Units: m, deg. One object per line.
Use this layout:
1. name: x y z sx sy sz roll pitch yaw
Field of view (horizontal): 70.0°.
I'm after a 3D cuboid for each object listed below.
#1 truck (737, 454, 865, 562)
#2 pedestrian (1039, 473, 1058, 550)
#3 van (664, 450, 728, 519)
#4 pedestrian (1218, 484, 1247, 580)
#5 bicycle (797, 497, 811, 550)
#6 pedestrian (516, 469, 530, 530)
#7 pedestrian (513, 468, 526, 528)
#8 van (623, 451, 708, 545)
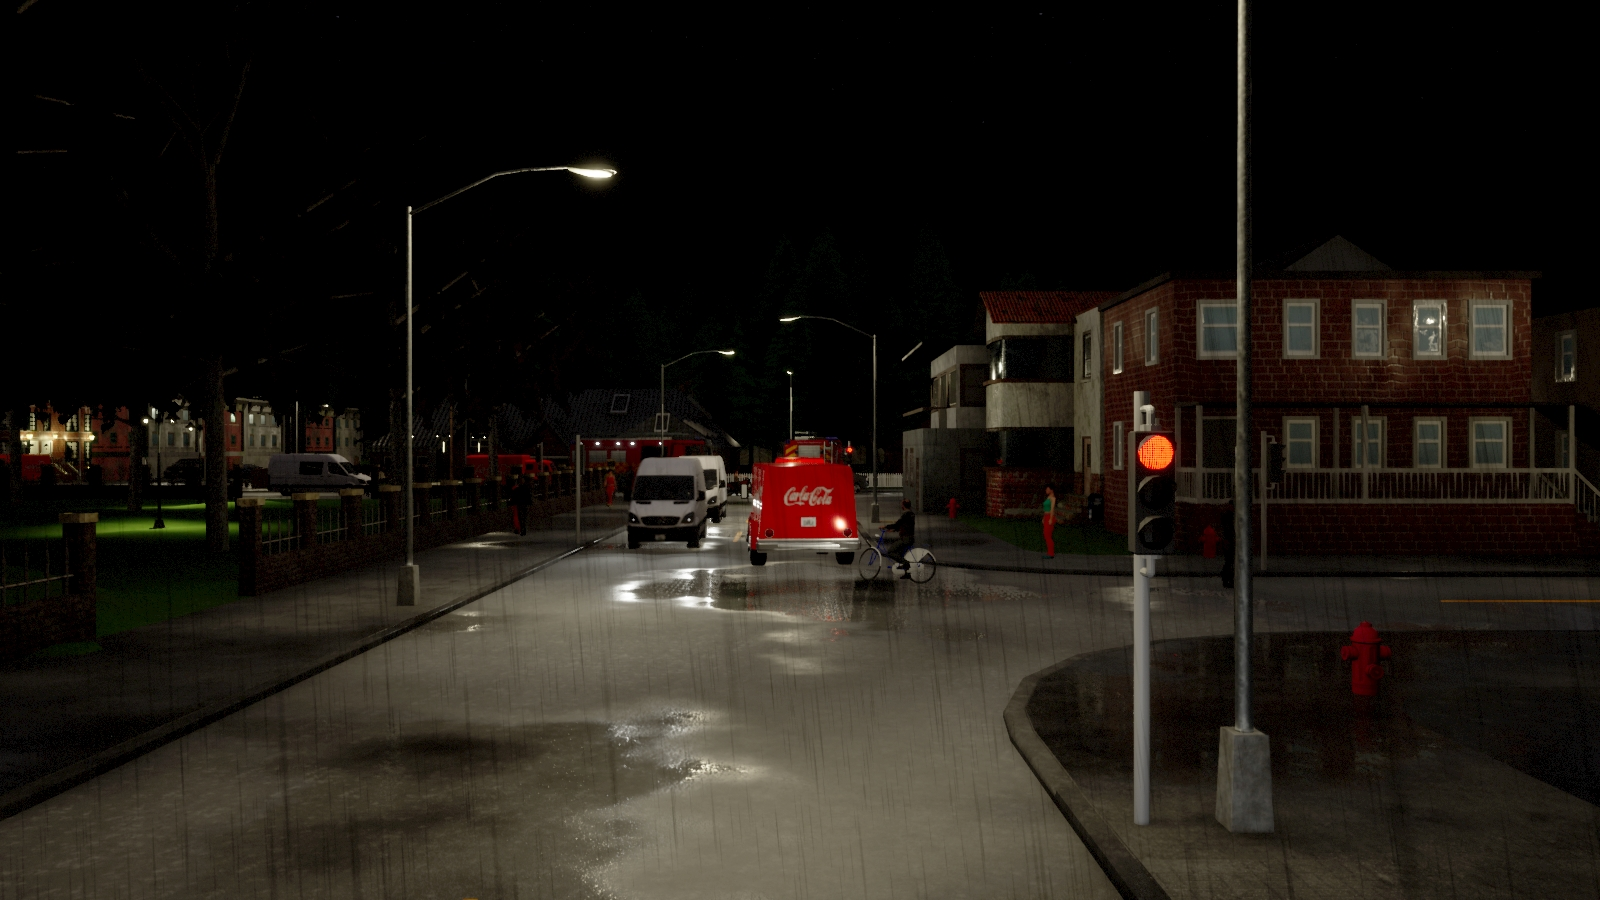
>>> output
1. truck: -0.107 1.336 28.945 2.627 2.467 5.204 0 0 -7
2. pedestrian: 6.059 1.504 27.875 0.375 1.860 0.375 0 0 -4
3. van: -4.030 1.296 45.250 1.988 2.561 5.915 0 0 0
4. pedestrian: 8.600 1.619 22.731 0.375 1.860 0.375 0 0 -29
5. bicycle: 0.094 1.927 30.359 0.329 1.271 1.835 0 0 -1
6. pedestrian: -8.485 1.510 34.985 0.375 1.860 0.375 0 0 -19
7. pedestrian: -8.856 1.509 36.056 0.375 1.860 0.375 0 0 -16
8. van: -3.915 1.300 34.153 1.988 2.561 5.915 0 0 -2
